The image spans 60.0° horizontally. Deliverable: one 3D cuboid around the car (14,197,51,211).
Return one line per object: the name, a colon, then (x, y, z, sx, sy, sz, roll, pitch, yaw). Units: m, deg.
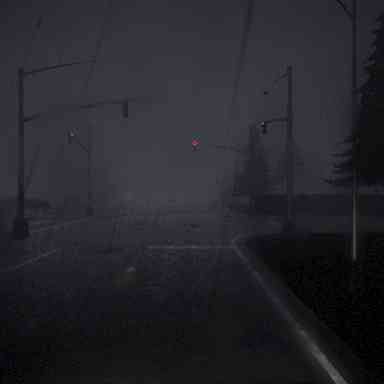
car: (-17.703, 1.337, 37.656, 2.007, 1.523, 4.514, 0, 0, 0)

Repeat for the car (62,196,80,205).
car: (-20.509, 1.382, 56.298, 1.970, 1.475, 3.806, 0, 0, 0)

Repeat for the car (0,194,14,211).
car: (-20.840, 1.328, 37.635, 2.152, 1.636, 5.027, 0, 0, 0)

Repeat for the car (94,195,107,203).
car: (-17.456, 1.371, 63.689, 1.845, 1.501, 3.633, 0, 0, 0)

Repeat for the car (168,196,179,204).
car: (-3.500, 1.483, 63.380, 1.994, 1.385, 4.181, 0, 0, 0)
